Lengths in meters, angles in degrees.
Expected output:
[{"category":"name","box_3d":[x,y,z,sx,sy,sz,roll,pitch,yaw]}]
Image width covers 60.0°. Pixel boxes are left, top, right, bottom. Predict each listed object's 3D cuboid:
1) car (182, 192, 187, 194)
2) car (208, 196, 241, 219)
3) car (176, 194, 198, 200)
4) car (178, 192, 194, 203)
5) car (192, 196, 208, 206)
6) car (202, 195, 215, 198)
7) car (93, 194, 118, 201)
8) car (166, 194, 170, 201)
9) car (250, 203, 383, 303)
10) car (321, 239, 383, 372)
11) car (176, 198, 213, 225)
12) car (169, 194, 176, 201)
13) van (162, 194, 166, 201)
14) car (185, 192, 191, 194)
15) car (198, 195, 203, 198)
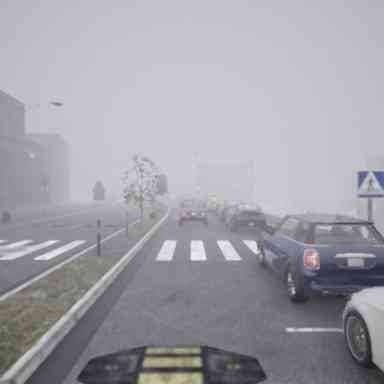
[{"category":"car","box_3d":[-0.316,1.189,63.427,2.185,1.767,4.553,0,0,-9]},{"category":"car","box_3d":[2.875,1.350,30.224,2.002,1.452,4.674,0,0,-1]},{"category":"car","box_3d":[-0.676,1.328,40.924,1.837,1.490,4.892,0,0,-4]},{"category":"car","box_3d":[-1.254,1.103,68.959,2.435,2.045,5.566,0,0,-10]},{"category":"car","box_3d":[1.214,1.338,52.476,2.002,1.452,4.674,0,0,-6]},{"category":"car","box_3d":[2.643,1.307,35.767,2.097,1.535,5.008,0,0,-2]},{"category":"car","box_3d":[-22.087,1.489,86.479,5.566,2.045,2.435,0,-1,-15]},{"category":"car","box_3d":[-4.749,1.648,85.168,2.002,1.452,4.674,0,-1,-14]},{"category":"car","box_3d":[2.997,1.294,8.215,2.185,1.767,4.553,0,0,0]},{"category":"car","box_3d":[2.998,1.500,2.723,2.002,1.452,4.674,0,0,0]},{"category":"car","box_3d":[0.071,1.391,22.819,2.033,1.411,5.357,0,0,-1]},{"category":"car","box_3d":[-3.478,1.541,79.774,2.002,1.452,4.674,0,-1,-12]},{"category":"van","box_3d":[-6.132,1.514,90.673,1.878,1.987,4.442,0,-1,-14]},{"category":"car","box_3d":[0.525,1.298,57.853,2.231,1.521,4.892,0,0,-7]},{"category":"car","box_3d":[1.797,1.330,46.987,2.163,1.488,4.792,0,0,-5]}]
